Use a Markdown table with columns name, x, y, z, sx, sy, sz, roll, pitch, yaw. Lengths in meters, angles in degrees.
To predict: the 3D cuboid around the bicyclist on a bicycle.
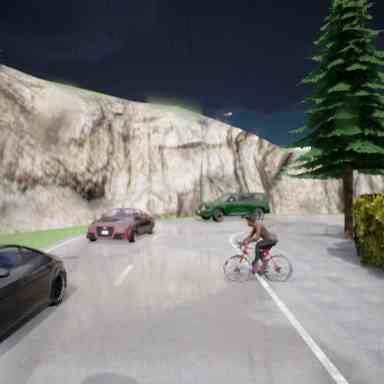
| name | x | y | z | sx | sy | sz | roll | pitch | yaw |
| --- | --- | --- | --- | --- | --- | --- | --- | --- | --- |
| bicyclist on a bicycle | 1.576 | 1.387 | 7.967 | 1.656 | 1.620 | 0.582 | 0 | 0 | 0 |

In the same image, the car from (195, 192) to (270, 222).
| name | x | y | z | sx | sy | sz | roll | pitch | yaw |
| --- | --- | --- | --- | --- | --- | --- | --- | --- | --- |
| car | 3.026 | 1.026 | 24.148 | 5.566 | 2.045 | 2.150 | 0 | 0 | -23 |

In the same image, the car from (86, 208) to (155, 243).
| name | x | y | z | sx | sy | sz | roll | pitch | yaw |
| --- | --- | --- | --- | --- | --- | --- | --- | --- | --- |
| car | -3.147 | 1.440 | 15.424 | 1.994 | 1.385 | 4.181 | 0 | 0 | 11 |

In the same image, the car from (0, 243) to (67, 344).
| name | x | y | z | sx | sy | sz | roll | pitch | yaw |
| --- | --- | --- | --- | --- | --- | --- | --- | --- | --- |
| car | -3.540 | 1.523 | 5.084 | 1.994 | 1.385 | 4.181 | 0 | 0 | 1 |
